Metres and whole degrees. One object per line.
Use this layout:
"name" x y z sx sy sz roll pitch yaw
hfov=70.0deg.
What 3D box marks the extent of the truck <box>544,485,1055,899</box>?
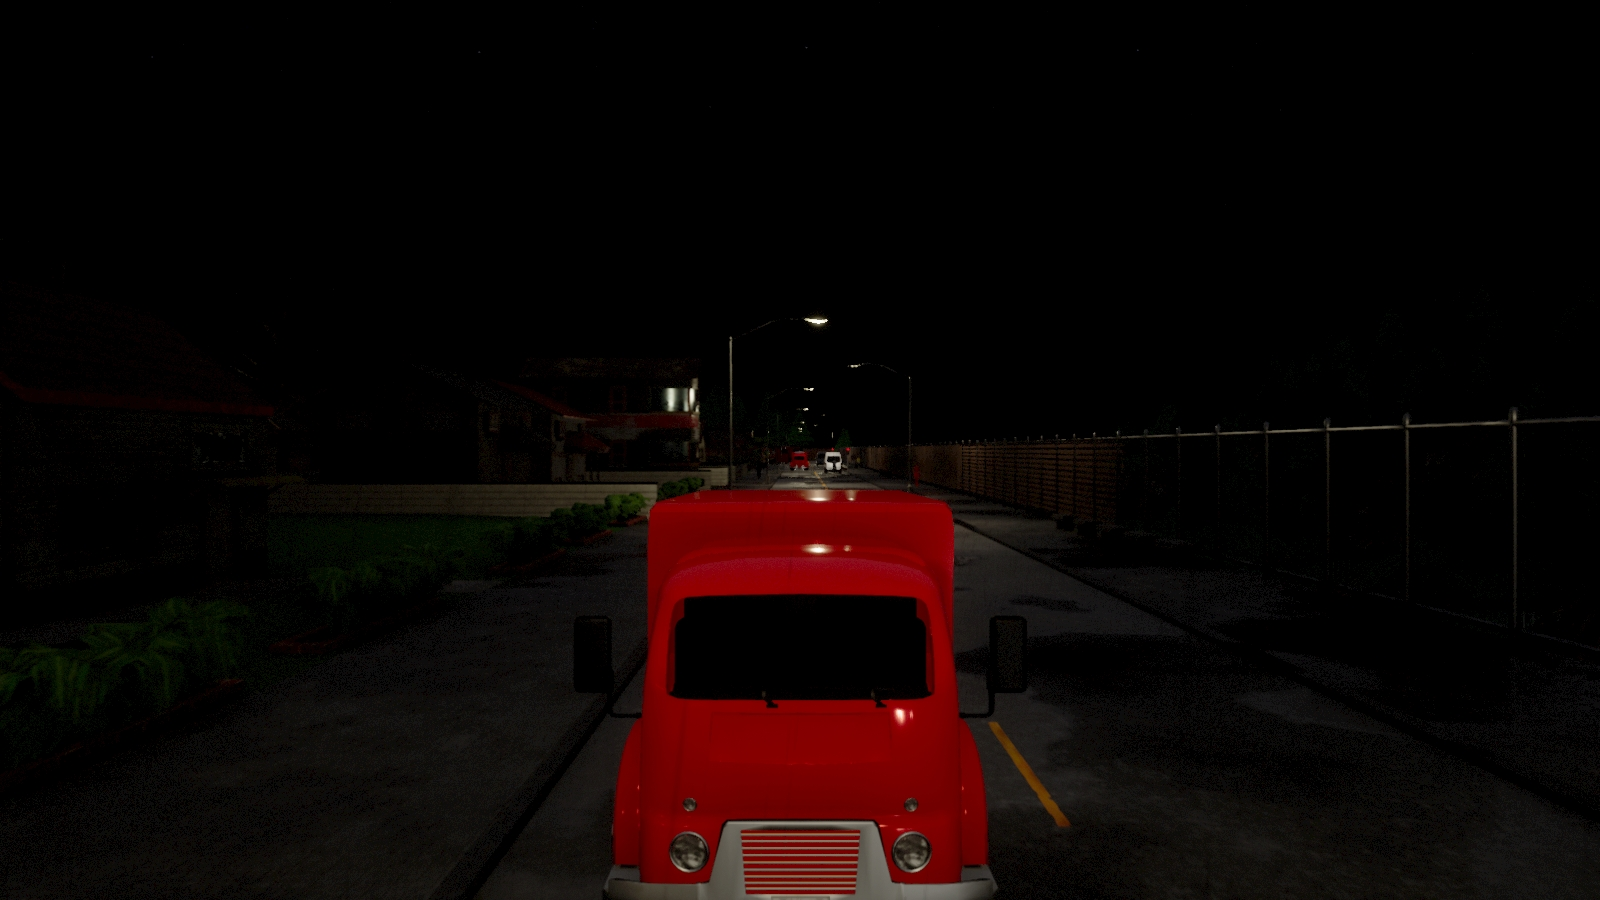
"truck" 0.000 1.570 8.477 2.627 2.467 5.204 0 0 0
